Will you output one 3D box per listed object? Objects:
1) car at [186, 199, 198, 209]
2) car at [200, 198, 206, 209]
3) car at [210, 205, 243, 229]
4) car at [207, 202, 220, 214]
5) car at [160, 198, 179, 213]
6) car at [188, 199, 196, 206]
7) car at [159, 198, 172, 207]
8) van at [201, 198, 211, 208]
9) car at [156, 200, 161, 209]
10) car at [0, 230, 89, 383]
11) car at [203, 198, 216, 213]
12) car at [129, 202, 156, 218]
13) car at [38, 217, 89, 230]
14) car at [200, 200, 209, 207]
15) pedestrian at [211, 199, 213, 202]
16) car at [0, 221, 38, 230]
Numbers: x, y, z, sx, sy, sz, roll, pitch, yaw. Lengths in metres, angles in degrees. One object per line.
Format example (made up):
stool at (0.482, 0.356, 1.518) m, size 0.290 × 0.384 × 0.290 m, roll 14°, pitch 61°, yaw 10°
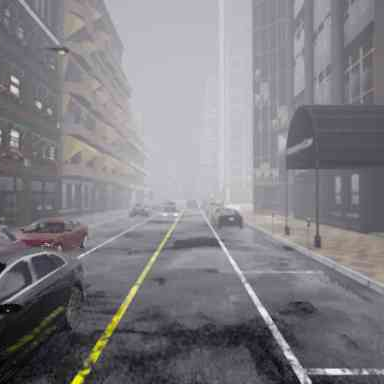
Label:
car at (0.034, 2.049, 59.645) m, size 2.097 × 1.767 × 4.553 m, roll 0°, pitch -1°, yaw 0°
car at (2.577, 2.191, 57.128) m, size 1.752 × 1.417 × 4.829 m, roll 0°, pitch -1°, yaw 0°
car at (2.574, 1.829, 23.744) m, size 1.947 × 1.339 × 4.313 m, roll 0°, pitch -1°, yaw 0°
car at (2.575, 1.856, 29.450) m, size 1.752 × 1.417 × 4.829 m, roll 0°, pitch -1°, yaw 0°
car at (-2.832, 2.019, 45.031) m, size 1.837 × 1.490 × 4.892 m, roll 0°, pitch 0°, yaw 0°
car at (0.009, 2.220, 73.762) m, size 1.812 × 1.442 × 4.674 m, roll 0°, pitch -1°, yaw 0°
car at (-5.300, 2.120, 68.025) m, size 2.192 × 1.841 × 5.009 m, roll 0°, pitch -1°, yaw 0°
van at (2.579, 2.075, 62.494) m, size 1.690 × 1.788 × 3.998 m, roll 0°, pitch -1°, yaw 0°
car at (-5.303, 2.144, 51.416) m, size 2.008 × 1.369 × 4.403 m, roll 0°, pitch -1°, yaw 0°
car at (-2.850, 1.537, 4.167) m, size 2.128 × 1.511 × 4.902 m, roll 0°, pitch -1°, yaw 0°
car at (2.755, 1.943, 42.617) m, size 1.801 × 1.575 × 5.366 m, roll 0°, pitch -1°, yaw 0°
car at (-5.304, 1.834, 34.810) m, size 1.967 × 1.590 × 4.097 m, roll 0°, pitch -1°, yaw 0°
car at (-5.307, 1.683, 12.667) m, size 1.887 × 1.381 × 4.507 m, roll 0°, pitch -1°, yaw 0°
car at (2.578, 2.333, 68.198) m, size 1.752 × 1.417 × 4.829 m, roll 0°, pitch -1°, yaw 0°
pedestrian at (2.756, 1.817, 45.618) m, size 0.375 × 1.860 × 0.375 m, roll 0°, pitch -1°, yaw 0°
car at (-5.306, 1.518, 7.132) m, size 1.967 × 1.590 × 4.097 m, roll 1°, pitch -1°, yaw 0°
